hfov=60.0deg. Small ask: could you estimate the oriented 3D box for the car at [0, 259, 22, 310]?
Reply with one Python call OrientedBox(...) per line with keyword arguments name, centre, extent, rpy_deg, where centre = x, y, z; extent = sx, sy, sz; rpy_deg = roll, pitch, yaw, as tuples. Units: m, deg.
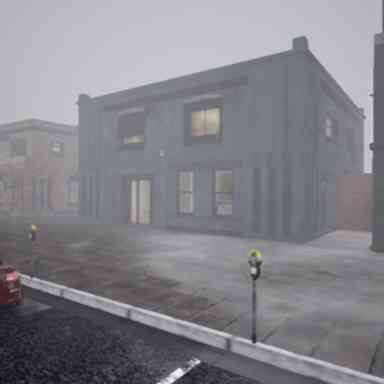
OrientedBox(name="car", centre=(-4.871, 1.539, 6.349), extent=(4.206, 1.307, 1.802), rpy_deg=(0, 0, 36))
